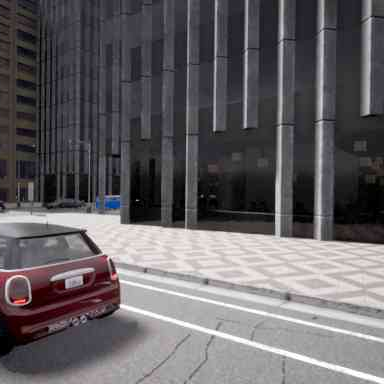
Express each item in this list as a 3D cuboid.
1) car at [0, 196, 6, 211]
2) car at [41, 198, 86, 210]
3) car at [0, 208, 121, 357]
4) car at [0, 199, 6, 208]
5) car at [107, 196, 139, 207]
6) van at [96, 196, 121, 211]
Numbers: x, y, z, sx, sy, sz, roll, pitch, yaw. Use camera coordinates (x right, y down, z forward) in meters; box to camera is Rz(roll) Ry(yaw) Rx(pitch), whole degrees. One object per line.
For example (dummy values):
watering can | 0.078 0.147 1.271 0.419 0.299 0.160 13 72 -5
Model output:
car | -22.972 1.316 36.432 1.967 1.590 4.097 1 1 36
car | -15.955 1.454 41.607 2.033 1.411 5.357 1 1 36
car | -3.474 1.348 6.155 4.553 1.767 2.097 0 0 35
car | -21.543 1.271 33.784 2.097 1.767 4.553 1 1 35
car | -10.209 1.421 49.578 1.812 1.442 4.674 1 1 36
van | -9.690 1.333 40.271 1.690 1.788 3.998 1 1 36
